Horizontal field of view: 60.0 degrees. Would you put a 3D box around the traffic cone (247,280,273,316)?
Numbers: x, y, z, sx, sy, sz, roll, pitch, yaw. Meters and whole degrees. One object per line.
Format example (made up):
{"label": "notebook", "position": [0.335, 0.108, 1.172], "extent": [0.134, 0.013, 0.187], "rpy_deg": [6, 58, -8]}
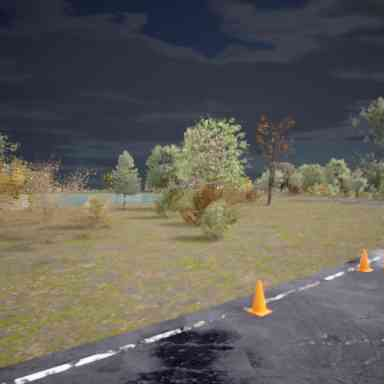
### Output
{"label": "traffic cone", "position": [1.268, 1.947, 6.224], "extent": [0.340, 0.580, 0.340], "rpy_deg": [0, 0, -40]}

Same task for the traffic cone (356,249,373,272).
{"label": "traffic cone", "position": [4.895, 1.921, 9.432], "extent": [0.340, 0.580, 0.340], "rpy_deg": [0, 0, -43]}
